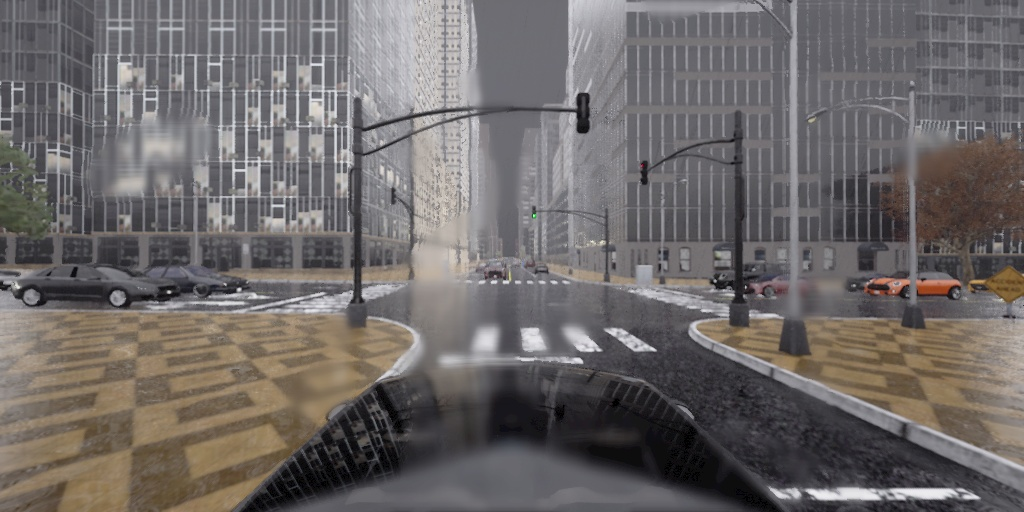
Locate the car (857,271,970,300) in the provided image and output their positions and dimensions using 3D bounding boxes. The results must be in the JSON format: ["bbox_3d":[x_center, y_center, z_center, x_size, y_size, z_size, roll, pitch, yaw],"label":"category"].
[{"bbox_3d":[24.802,1.708,22.273,4.553,1.767,2.097,1,0,-3],"label":"car"}]

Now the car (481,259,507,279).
[{"bbox_3d":[-1.631,1.343,35.730,2.097,1.767,4.553,0,0,-1],"label":"car"}]

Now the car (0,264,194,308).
[{"bbox_3d":[-15.414,1.076,13.501,4.892,1.490,1.837,1,0,-3],"label":"car"}]

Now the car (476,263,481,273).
[{"bbox_3d":[-4.275,1.670,51.607,1.802,1.307,4.207,0,0,-1],"label":"car"}]

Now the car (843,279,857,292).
[{"bbox_3d":[26.313,1.969,25.607,4.181,1.385,1.994,1,0,-3],"label":"car"}]

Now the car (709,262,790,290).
[{"bbox_3d":[16.923,1.456,25.126,5.566,2.045,2.150,1,0,-3],"label":"car"}]

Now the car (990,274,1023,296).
[{"bbox_3d":[33.800,2.085,22.726,4.181,1.385,1.994,1,0,-2],"label":"car"}]

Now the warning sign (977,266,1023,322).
[{"bbox_3d":[17.225,1.274,12.420,1.060,1.860,1.300,0,0,-3],"label":"warning sign"}]

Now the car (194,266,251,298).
[{"bbox_3d":[-15.424,1.140,16.789,5.357,1.411,2.033,1,0,0],"label":"car"}]

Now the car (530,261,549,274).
[{"bbox_3d":[3.706,1.621,46.155,1.948,1.339,4.313,0,0,-1],"label":"car"}]

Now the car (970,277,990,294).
[{"bbox_3d":[36.342,2.065,26.111,5.008,1.535,1.882,1,0,-3],"label":"car"}]

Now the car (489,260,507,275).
[{"bbox_3d":[-1.753,1.405,45.785,2.097,1.767,4.553,0,0,-1],"label":"car"}]

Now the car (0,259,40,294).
[{"bbox_3d":[-25.359,0.898,16.249,4.902,1.511,2.128,1,0,-3],"label":"car"}]

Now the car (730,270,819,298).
[{"bbox_3d":[16.108,1.762,21.827,4.181,1.385,1.994,1,0,-3],"label":"car"}]
